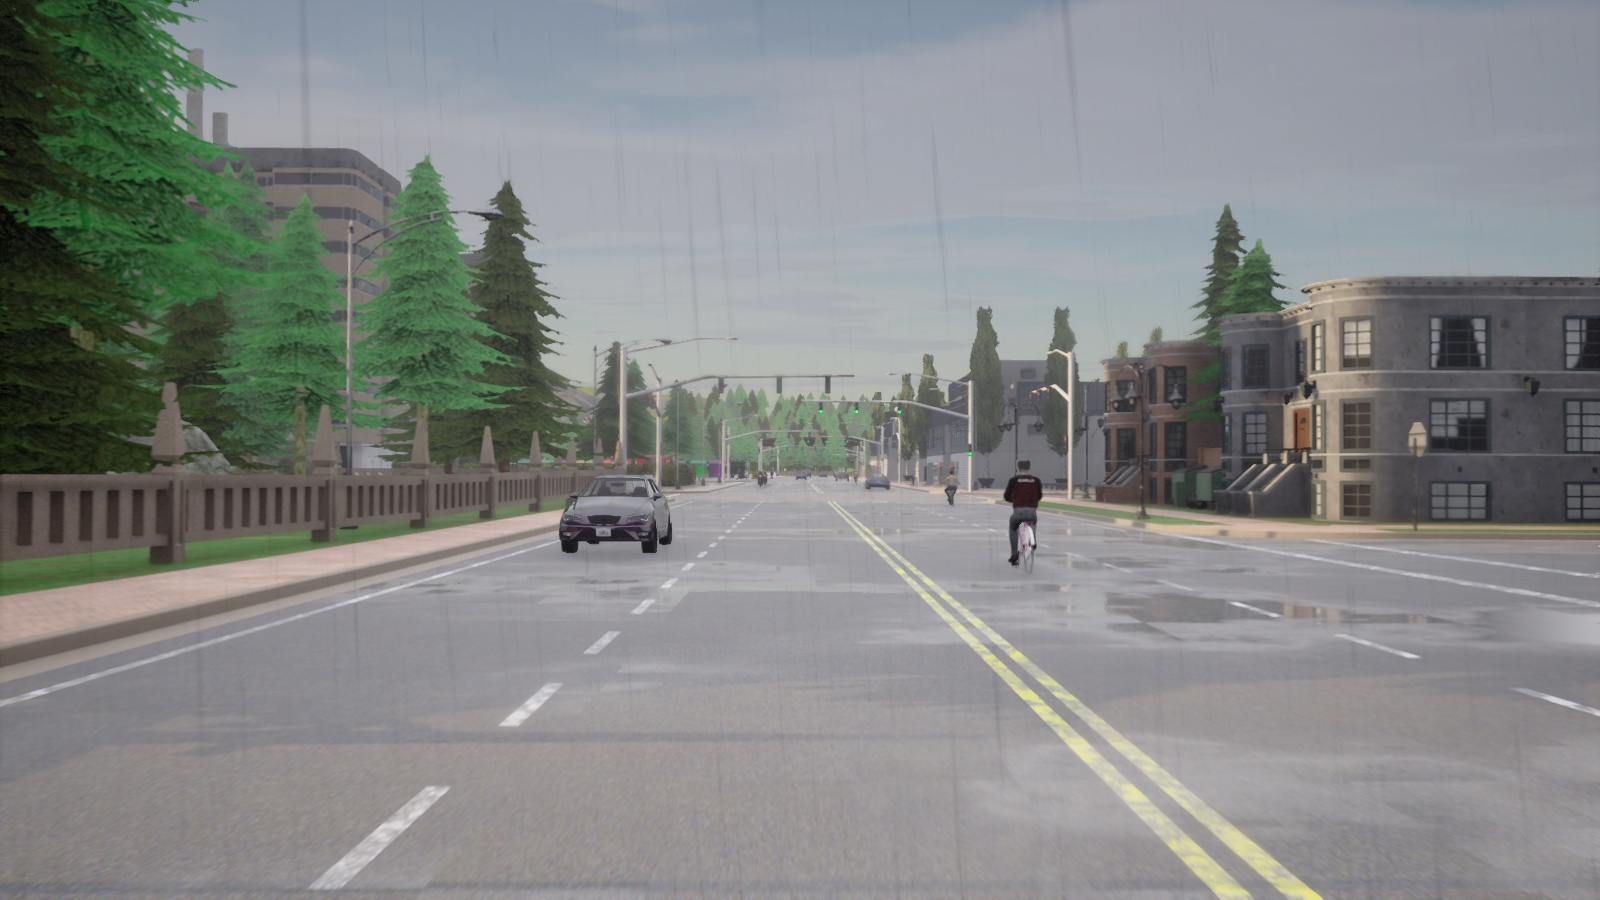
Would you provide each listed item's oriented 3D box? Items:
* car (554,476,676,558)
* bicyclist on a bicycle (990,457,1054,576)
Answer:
[{"bbox_3d":[-3.560,1.259,24.854,1.816,1.474,4.193,0,-1,0],"label":"car"},{"bbox_3d":[3.452,1.001,19.676,0.659,1.776,1.843,0,-1,0],"label":"bicyclist on a bicycle"}]
